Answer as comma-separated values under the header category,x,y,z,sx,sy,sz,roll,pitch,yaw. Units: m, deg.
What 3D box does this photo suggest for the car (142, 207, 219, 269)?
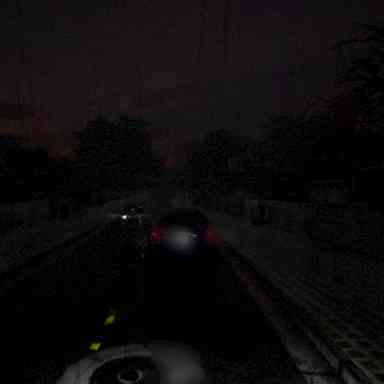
category,x,y,z,sx,sy,sz,roll,pitch,yaw
car,-0.387,1.337,11.333,2.097,1.767,4.553,0,0,-4

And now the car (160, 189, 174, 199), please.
category,x,y,z,sx,sy,sz,roll,pitch,yaw
car,-5.812,0.388,73.557,2.150,2.045,5.566,0,1,1

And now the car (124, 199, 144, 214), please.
category,x,y,z,sx,sy,sz,roll,pitch,yaw
car,-5.961,1.412,34.060,1.812,1.442,4.674,0,0,-8
